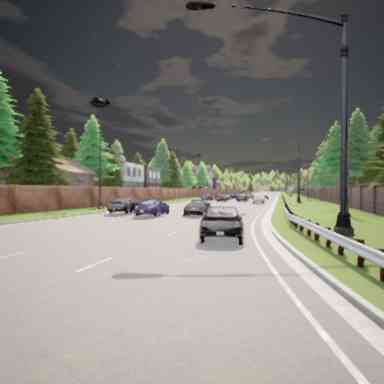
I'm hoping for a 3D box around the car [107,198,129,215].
[{"bbox_3d":[-6.163,1.281,31.376,2.128,1.511,4.902,0,0,15],"label":"car"}]

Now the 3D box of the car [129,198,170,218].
[{"bbox_3d":[-3.337,1.343,28.397,1.812,1.442,4.674,0,0,15],"label":"car"}]

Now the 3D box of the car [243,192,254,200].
[{"bbox_3d":[13.170,0.921,77.071,2.097,1.767,4.553,0,0,15],"label":"car"}]

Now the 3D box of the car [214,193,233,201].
[{"bbox_3d":[6.075,1.228,63.672,1.895,1.301,4.718,0,0,15],"label":"car"}]

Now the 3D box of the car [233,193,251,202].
[{"bbox_3d":[9.756,1.126,63.887,2.128,1.511,4.902,0,0,15],"label":"car"}]

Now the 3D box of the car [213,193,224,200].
[{"bbox_3d":[6.414,1.060,78.906,1.812,1.442,4.674,0,0,15],"label":"car"}]

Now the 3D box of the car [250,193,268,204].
[{"bbox_3d":[11.467,1.211,56.729,1.812,1.442,4.674,0,0,15],"label":"car"}]

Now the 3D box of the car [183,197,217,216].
[{"bbox_3d":[0.645,1.384,29.739,1.994,1.385,4.181,0,0,15],"label":"car"}]

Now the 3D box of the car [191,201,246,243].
[{"bbox_3d":[1.453,1.400,15.482,2.128,1.511,4.902,0,0,8],"label":"car"}]

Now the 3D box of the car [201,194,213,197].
[{"bbox_3d":[2.931,1.099,65.463,2.128,1.511,4.902,0,0,15],"label":"car"}]
